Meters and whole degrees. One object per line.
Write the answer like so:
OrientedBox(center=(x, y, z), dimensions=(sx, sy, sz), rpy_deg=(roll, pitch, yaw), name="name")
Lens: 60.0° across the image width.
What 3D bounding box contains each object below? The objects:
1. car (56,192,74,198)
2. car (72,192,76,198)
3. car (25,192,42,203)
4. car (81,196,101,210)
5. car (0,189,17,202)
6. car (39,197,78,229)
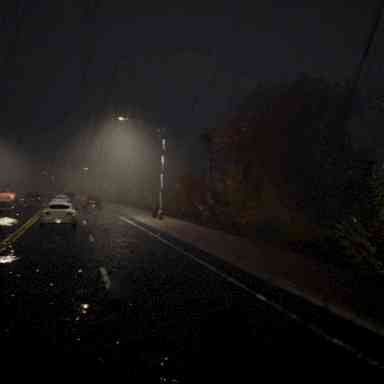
OrientedBox(center=(-14.231, 1.084, 36.351), dimensions=(1.812, 1.442, 4.674), rpy_deg=(3, 0, -22), name="car")
OrientedBox(center=(-26.192, 0.697, 71.557), dimensions=(1.837, 1.490, 4.892), rpy_deg=(3, 0, -26), name="car")
OrientedBox(center=(-21.983, 0.715, 46.271), dimensions=(1.882, 1.535, 5.008), rpy_deg=(3, 0, -22), name="car")
OrientedBox(center=(-11.676, 1.209, 38.694), dimensions=(1.837, 1.490, 4.892), rpy_deg=(3, -1, -22), name="car")
OrientedBox(center=(-25.002, 0.430, 45.087), dimensions=(2.097, 1.767, 4.553), rpy_deg=(3, 0, -23), name="car")
OrientedBox(center=(-7.810, 1.283, 19.663), dimensions=(1.812, 1.442, 4.674), rpy_deg=(3, 0, -20), name="car")
